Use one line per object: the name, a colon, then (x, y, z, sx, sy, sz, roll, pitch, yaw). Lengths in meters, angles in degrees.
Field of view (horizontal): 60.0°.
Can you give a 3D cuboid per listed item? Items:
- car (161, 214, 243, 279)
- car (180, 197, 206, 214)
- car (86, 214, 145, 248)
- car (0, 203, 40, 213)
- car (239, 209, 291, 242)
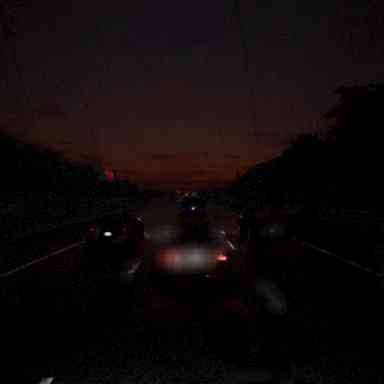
car: (0.100, 1.627, 10.284, 2.033, 1.411, 5.357, 0, 0, 0)
car: (0.101, 1.517, 30.889, 2.150, 2.045, 5.566, 0, 0, 0)
car: (-3.400, 1.695, 15.445, 1.994, 1.385, 4.181, 0, -1, 0)
car: (-14.098, 1.727, 26.830, 1.882, 1.535, 5.008, 0, -1, 0)
car: (3.602, 1.627, 17.191, 1.882, 1.535, 5.008, 0, -1, 0)
